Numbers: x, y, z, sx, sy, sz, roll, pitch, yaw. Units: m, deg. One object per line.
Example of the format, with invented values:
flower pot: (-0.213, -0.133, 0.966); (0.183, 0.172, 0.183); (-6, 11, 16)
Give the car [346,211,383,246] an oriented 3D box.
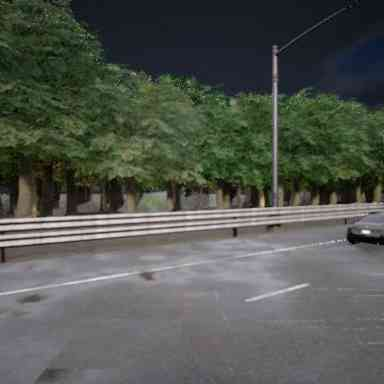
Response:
car: (8.431, 1.517, 14.156); (4.181, 1.385, 1.994); (-1, 0, -35)
